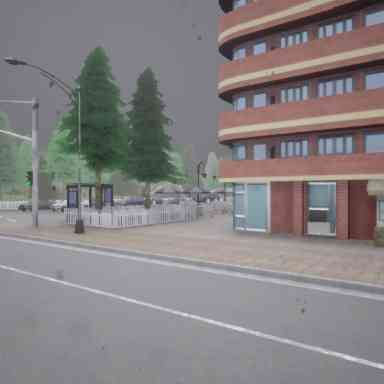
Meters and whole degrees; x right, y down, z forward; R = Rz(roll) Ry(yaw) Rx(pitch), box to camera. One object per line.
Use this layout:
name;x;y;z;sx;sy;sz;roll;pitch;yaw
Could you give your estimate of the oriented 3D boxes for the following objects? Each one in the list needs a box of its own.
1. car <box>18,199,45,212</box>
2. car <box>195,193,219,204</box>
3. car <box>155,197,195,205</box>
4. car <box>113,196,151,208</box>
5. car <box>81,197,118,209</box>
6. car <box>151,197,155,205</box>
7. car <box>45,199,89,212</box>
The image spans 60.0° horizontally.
car;-17.526;1.508;38.123;1.994;1.385;4.181;0;0;36
car;2.543;1.167;60.454;5.566;2.045;2.150;0;0;-34
car;-2.599;1.492;51.971;5.357;1.411;2.033;0;0;-45
car;-8.277;1.297;44.867;2.097;1.767;4.553;0;0;38
car;-12.501;1.470;45.098;1.812;1.442;4.674;0;0;37
car;-6.357;1.470;52.766;1.812;1.442;4.674;0;0;42
car;-13.608;1.470;37.611;1.812;1.442;4.674;0;0;36
